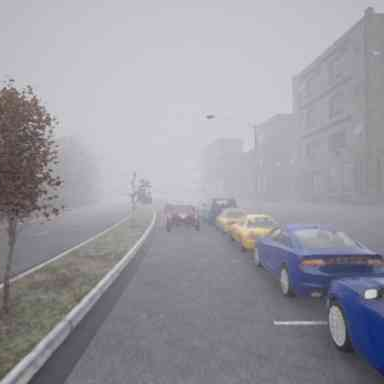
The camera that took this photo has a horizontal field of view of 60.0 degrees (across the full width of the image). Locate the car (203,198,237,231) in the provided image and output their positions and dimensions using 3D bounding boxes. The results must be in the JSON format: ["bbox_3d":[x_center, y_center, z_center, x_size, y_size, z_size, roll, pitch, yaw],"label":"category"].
[{"bbox_3d":[2.143,1.462,25.527,2.435,2.045,5.566,0,0,-4],"label":"car"}]

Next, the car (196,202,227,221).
[{"bbox_3d":[1.689,1.751,31.054,2.231,1.521,4.892,0,0,-5],"label":"car"}]

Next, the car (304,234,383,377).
[{"bbox_3d":[3.040,1.515,3.251,2.097,1.535,5.008,0,-1,0],"label":"car"}]

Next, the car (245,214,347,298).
[{"bbox_3d":[2.961,1.571,8.819,2.097,1.535,5.008,0,-1,-1],"label":"car"}]

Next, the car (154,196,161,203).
[{"bbox_3d":[-7.188,1.953,80.184,2.231,1.521,4.892,0,0,-13],"label":"car"}]

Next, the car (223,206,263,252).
[{"bbox_3d":[2.783,1.622,14.570,1.946,1.575,5.366,0,-1,-2],"label":"car"}]

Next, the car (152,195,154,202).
[{"bbox_3d":[-8.482,2.001,85.582,2.002,1.452,4.674,0,0,-13],"label":"car"}]

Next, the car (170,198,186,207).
[{"bbox_3d":[-2.576,1.923,60.118,2.163,1.488,4.792,0,0,-10],"label":"car"}]

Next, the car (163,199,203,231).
[{"bbox_3d":[-0.667,1.557,22.415,2.097,1.767,4.553,0,0,-4],"label":"car"}]

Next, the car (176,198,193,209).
[{"bbox_3d":[-1.296,1.859,53.194,1.946,1.575,5.366,0,0,-9],"label":"car"}]

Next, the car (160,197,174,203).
[{"bbox_3d":[-2.563,1.793,41.437,1.882,1.535,5.008,0,0,-7],"label":"car"}]

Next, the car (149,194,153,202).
[{"bbox_3d":[-9.782,1.997,91.006,2.163,1.488,4.792,0,0,-13],"label":"car"}]
